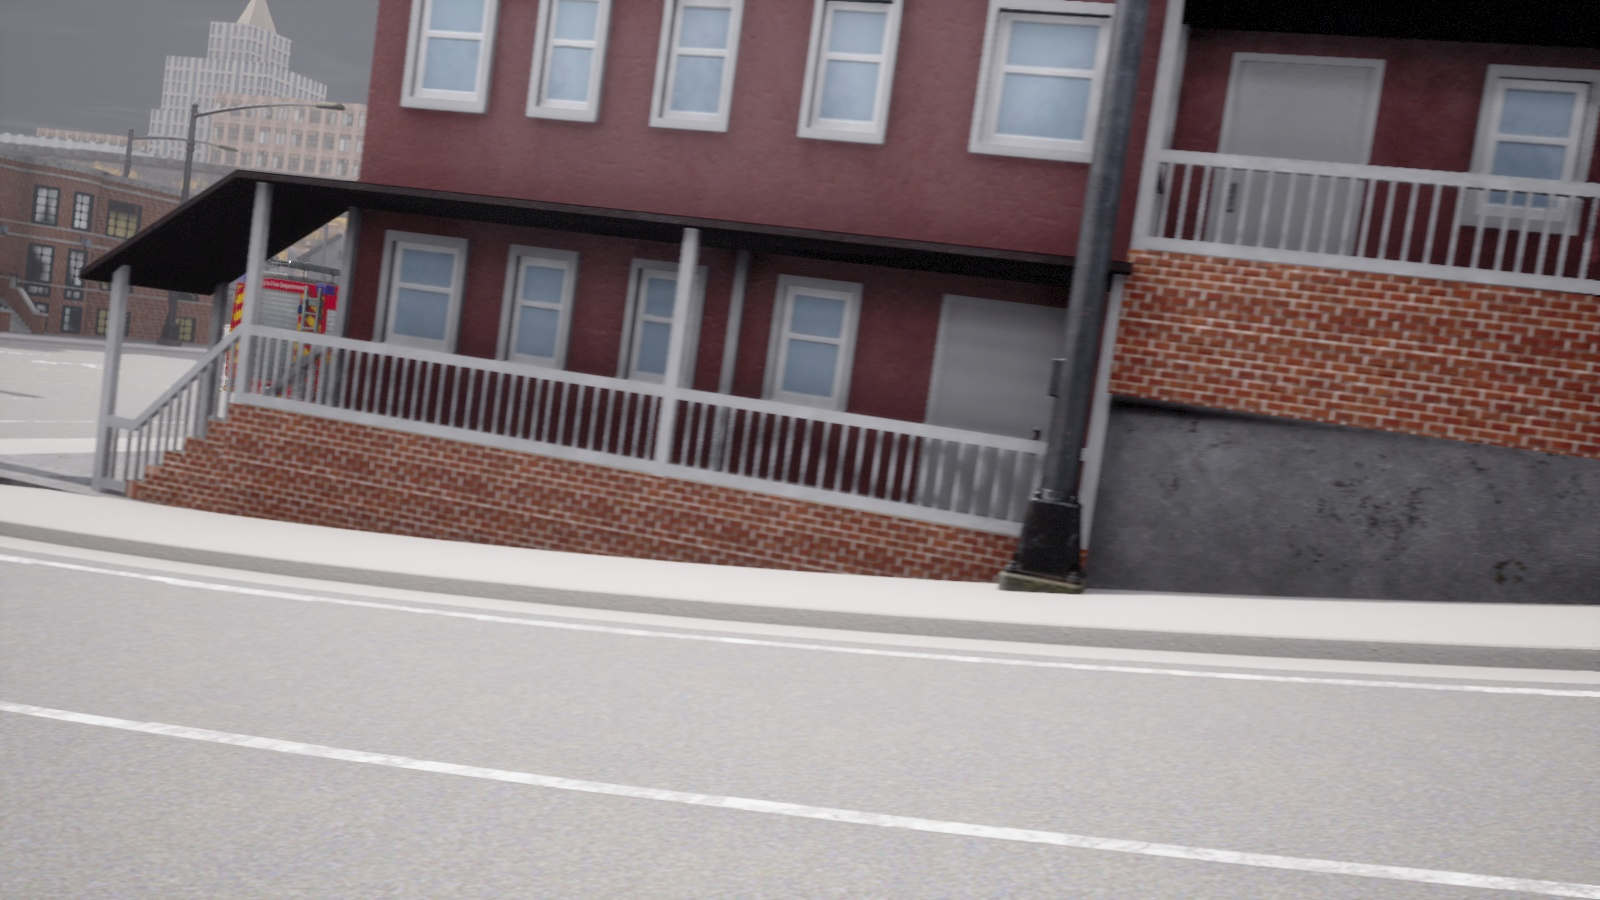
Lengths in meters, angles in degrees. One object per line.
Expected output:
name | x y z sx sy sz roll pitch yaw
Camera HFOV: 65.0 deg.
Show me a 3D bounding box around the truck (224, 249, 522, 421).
truck | -11.528 -2.958 35.094 2.891 3.827 8.468 10 4 18
